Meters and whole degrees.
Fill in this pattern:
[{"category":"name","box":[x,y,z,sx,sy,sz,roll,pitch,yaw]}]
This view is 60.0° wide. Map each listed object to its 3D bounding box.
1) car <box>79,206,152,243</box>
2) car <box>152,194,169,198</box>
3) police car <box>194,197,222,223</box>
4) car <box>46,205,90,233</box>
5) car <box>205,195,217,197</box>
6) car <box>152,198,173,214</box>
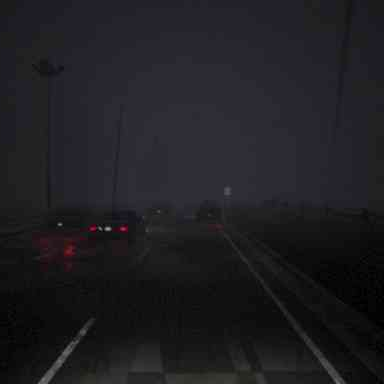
[{"category":"car","box":[-3.401,1.543,15.965,2.033,1.411,5.357,0,0,0]},{"category":"car","box":[-8.878,1.316,93.821,4.892,1.490,1.837,0,0,2]},{"category":"police car","box":[1.223,1.419,25.768,1.930,1.638,5.238,0,0,0]},{"category":"car","box":[-6.902,1.487,19.809,2.128,1.511,4.902,0,0,0]},{"category":"car","box":[4.759,1.413,85.543,1.895,1.301,4.718,0,0,-38]},{"category":"car","box":[-3.074,1.592,34.997,1.895,1.301,4.718,0,0,3]}]
